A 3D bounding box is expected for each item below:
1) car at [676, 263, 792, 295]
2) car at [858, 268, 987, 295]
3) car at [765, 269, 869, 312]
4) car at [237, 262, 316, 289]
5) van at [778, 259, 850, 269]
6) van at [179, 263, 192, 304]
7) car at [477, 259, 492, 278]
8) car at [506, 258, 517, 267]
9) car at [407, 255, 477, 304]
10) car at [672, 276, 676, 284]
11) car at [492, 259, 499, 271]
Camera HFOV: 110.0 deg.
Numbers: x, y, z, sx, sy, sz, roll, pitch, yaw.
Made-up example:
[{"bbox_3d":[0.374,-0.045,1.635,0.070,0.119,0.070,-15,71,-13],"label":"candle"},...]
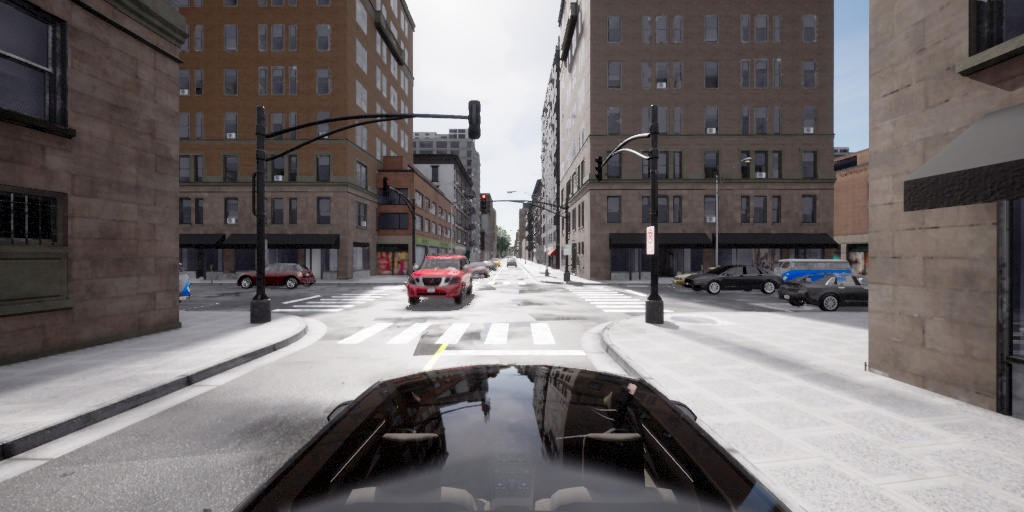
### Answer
[{"bbox_3d":[11.918,1.248,19.434,4.892,1.490,1.837,0,0,-1],"label":"car"},{"bbox_3d":[21.951,1.345,19.324,4.718,1.301,1.895,0,0,1],"label":"car"},{"bbox_3d":[12.514,1.305,13.460,4.403,1.370,2.007,0,0,1],"label":"car"},{"bbox_3d":[-14.615,1.172,22.251,4.097,1.591,1.967,0,0,1],"label":"car"},{"bbox_3d":[18.249,1.080,21.929,3.998,1.789,1.690,0,0,1],"label":"van"},{"bbox_3d":[-14.681,1.089,13.726,3.998,1.789,1.690,0,0,1],"label":"van"},{"bbox_3d":[-3.126,1.266,33.535,1.812,1.442,4.674,0,0,0],"label":"car"},{"bbox_3d":[-0.038,1.259,63.733,2.033,1.411,5.357,0,0,0],"label":"car"},{"bbox_3d":[-3.109,0.969,16.554,2.150,2.045,5.566,0,0,0],"label":"car"},{"bbox_3d":[12.410,1.263,21.986,4.829,1.417,1.751,0,0,1],"label":"car"},{"bbox_3d":[-3.126,1.294,47.348,1.994,1.385,4.181,0,0,0],"label":"car"}]
